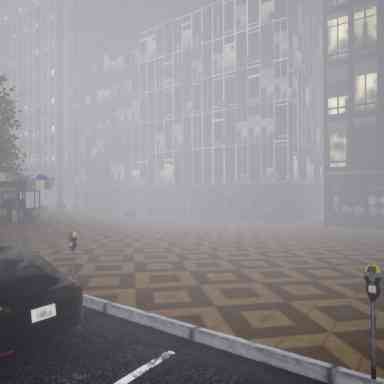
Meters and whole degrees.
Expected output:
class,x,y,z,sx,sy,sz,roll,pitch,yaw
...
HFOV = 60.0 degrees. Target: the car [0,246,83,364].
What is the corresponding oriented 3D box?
class,x,y,z,sx,sy,sz,roll,pitch,yaw
car,-3.568,1.566,5.417,4.313,1.339,1.947,0,0,35
